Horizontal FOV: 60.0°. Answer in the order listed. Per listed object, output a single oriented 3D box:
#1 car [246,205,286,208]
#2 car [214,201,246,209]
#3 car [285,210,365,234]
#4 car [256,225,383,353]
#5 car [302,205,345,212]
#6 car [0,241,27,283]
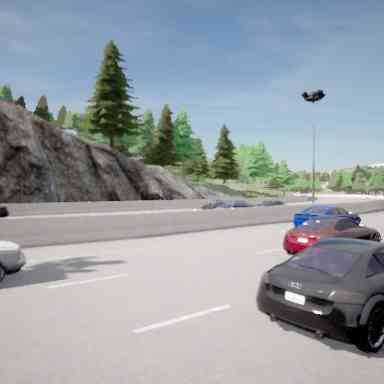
[{"bbox_3d":[7.853,1.586,33.192,4.892,1.490,1.837,0,0,-43],"label":"car"},{"bbox_3d":[4.518,1.578,34.904,4.674,1.442,1.812,0,0,-42],"label":"car"},{"bbox_3d":[5.261,1.579,12.346,4.181,1.385,1.994,0,0,-39],"label":"car"},{"bbox_3d":[3.157,1.571,6.246,4.181,1.385,1.994,0,0,-37],"label":"car"},{"bbox_3d":[7.796,1.500,18.991,5.008,1.535,1.882,0,0,-40],"label":"car"},{"bbox_3d":[-6.534,1.621,7.750,4.718,1.301,1.895,0,0,-35],"label":"car"}]
